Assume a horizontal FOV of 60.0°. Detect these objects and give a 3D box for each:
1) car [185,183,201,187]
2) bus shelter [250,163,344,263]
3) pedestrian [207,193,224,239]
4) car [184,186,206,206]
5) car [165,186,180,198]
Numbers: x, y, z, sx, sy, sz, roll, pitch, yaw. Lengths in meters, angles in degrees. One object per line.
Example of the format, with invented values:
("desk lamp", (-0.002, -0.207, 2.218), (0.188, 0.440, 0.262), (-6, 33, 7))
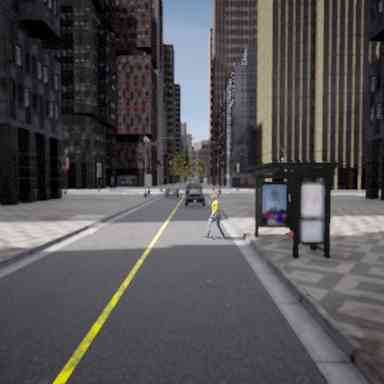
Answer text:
("car", (0.309, -0.200, 43.796), (2.150, 2.045, 5.566), (0, 2, 2))
("bus shelter", (3.210, 0.516, 11.069), (1.920, 2.740, 3.880), (0, 2, 0))
("pedestrian", (0.889, 0.881, 12.672), (0.375, 1.860, 0.375), (0, 2, -10))
("car", (0.295, 0.471, 31.917), (1.837, 1.490, 4.892), (0, 2, 0))
("car", (-2.711, -0.012, 46.325), (2.128, 1.511, 4.902), (0, 2, 1))
